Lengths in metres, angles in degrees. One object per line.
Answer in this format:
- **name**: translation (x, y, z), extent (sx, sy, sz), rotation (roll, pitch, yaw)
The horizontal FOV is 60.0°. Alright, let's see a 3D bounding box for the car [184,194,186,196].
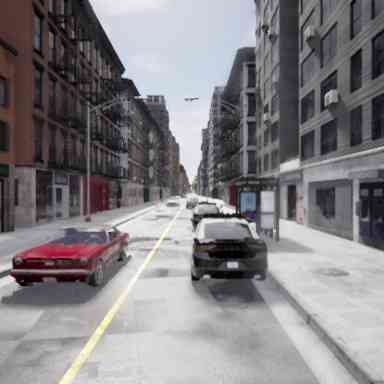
- **car**: translation (0.098, 1.506, 60.107), extent (2.128, 1.511, 4.902), rotation (0, 0, 0)

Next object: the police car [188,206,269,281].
- **police car**: translation (0.916, 1.427, 10.021), extent (1.930, 1.638, 5.238), rotation (0, 0, 0)

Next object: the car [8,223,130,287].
- **car**: translation (-3.086, 1.602, 9.419), extent (1.895, 1.301, 4.718), rotation (0, 0, 0)

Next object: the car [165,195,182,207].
- **car**: translation (-3.005, 1.540, 52.027), extent (1.812, 1.442, 4.674), rotation (0, 0, 0)

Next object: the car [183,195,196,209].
- **car**: translation (0.090, 1.562, 46.586), extent (2.033, 1.411, 5.357), rotation (0, 0, 0)

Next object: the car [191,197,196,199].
- **car**: translation (0.942, 1.464, 26.101), extent (1.801, 1.575, 5.366), rotation (0, 0, 0)

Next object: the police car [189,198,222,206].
- **police car**: translation (0.932, 1.431, 20.021), extent (1.930, 1.638, 5.238), rotation (0, 0, 0)
